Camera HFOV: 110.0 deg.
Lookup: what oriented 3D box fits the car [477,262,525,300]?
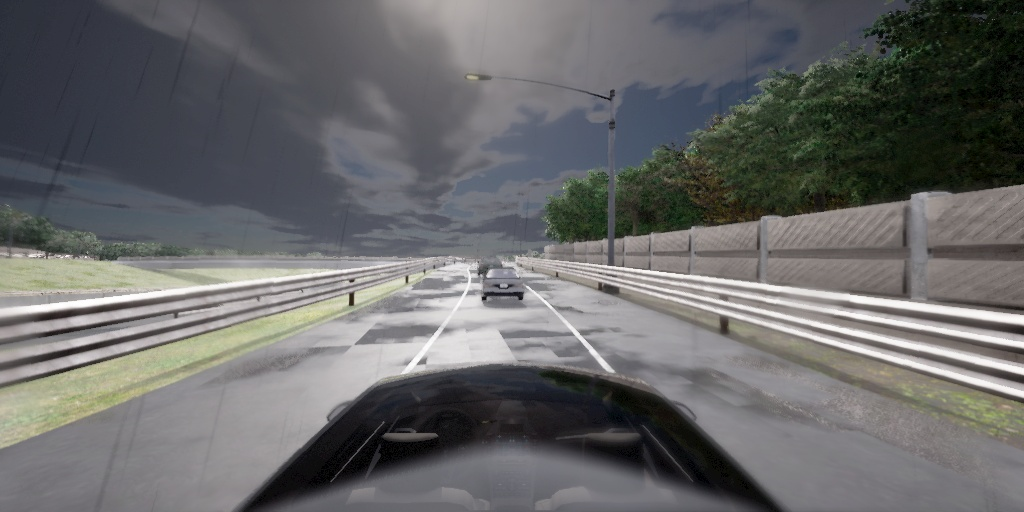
[{"bbox_3d":[-0.495,1.195,16.657,2.033,1.411,5.357,0,1,-4],"label":"car"}]

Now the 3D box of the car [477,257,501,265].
[{"bbox_3d":[-1.973,0.845,31.688,2.097,1.767,4.553,0,1,-8],"label":"car"}]
